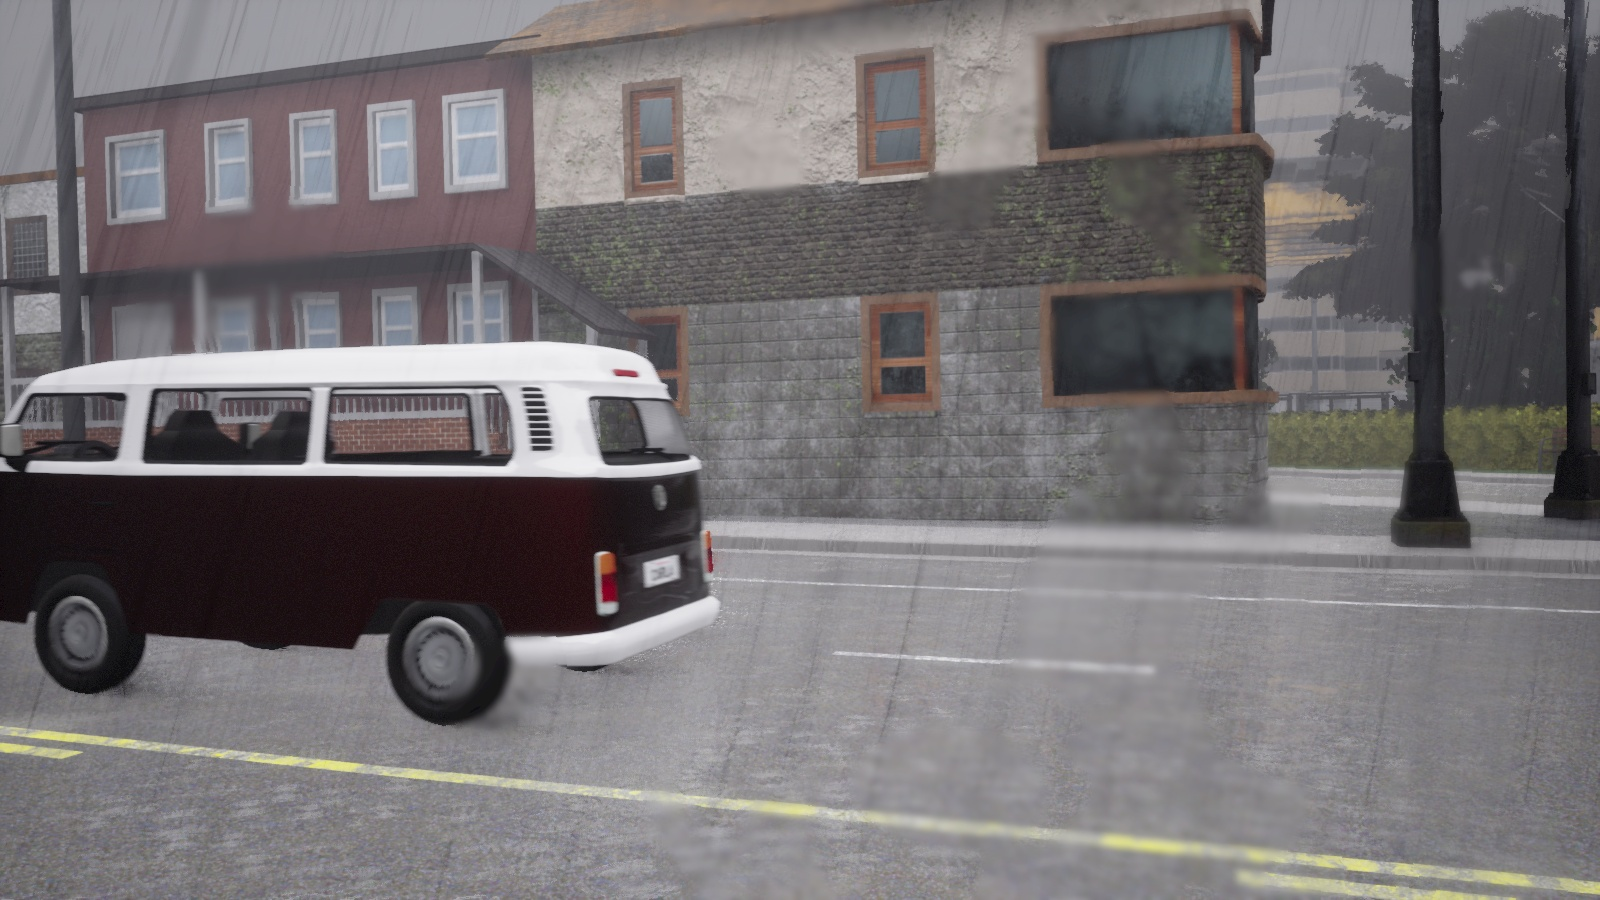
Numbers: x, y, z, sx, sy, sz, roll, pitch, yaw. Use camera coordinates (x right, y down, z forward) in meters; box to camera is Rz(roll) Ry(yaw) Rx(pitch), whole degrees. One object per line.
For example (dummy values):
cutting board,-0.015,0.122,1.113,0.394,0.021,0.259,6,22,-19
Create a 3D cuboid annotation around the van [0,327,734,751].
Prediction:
van,-2.879,0.373,7.705,4.480,2.038,2.069,1,1,18
